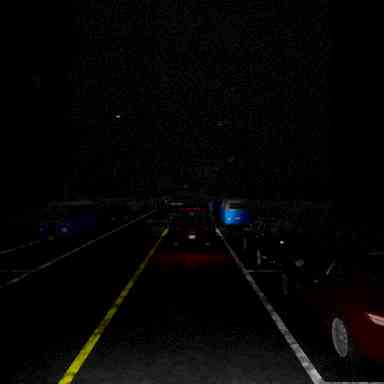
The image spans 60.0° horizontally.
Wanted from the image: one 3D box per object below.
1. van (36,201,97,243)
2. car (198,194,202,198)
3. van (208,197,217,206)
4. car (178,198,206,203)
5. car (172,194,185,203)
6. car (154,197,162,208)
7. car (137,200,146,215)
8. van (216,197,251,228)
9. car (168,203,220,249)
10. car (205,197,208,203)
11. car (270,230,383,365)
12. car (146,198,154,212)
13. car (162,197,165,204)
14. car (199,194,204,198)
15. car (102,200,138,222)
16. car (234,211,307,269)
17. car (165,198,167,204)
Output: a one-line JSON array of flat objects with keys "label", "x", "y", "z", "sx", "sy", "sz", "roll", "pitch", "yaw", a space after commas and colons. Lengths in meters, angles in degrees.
[{"label": "van", "x": -5.760, "y": 1.343, "z": 15.663, "sx": 1.690, "sy": 1.788, "sz": 3.998, "roll": 0, "pitch": 0, "yaw": 0}, {"label": "car", "x": 2.764, "y": 1.583, "z": 63.021, "sx": 2.008, "sy": 1.369, "sz": 4.403, "roll": 0, "pitch": 0, "yaw": 0}, {"label": "van", "x": 2.765, "y": 1.351, "z": 32.631, "sx": 1.690, "sy": 1.788, "sz": 3.998, "roll": 0, "pitch": 0, "yaw": 0}, {"label": "car", "x": 0.000, "y": 1.526, "z": 29.650, "sx": 1.837, "sy": 1.490, "sz": 4.892, "roll": 0, "pitch": 0, "yaw": 0}, {"label": "car", "x": -3.000, "y": 1.641, "z": 68.650, "sx": 2.033, "sy": 1.411, "sz": 5.357, "roll": 0, "pitch": 0, "yaw": 0}, {"label": "car", "x": -5.761, "y": 1.569, "z": 46.691, "sx": 2.008, "sy": 1.369, "sz": 4.403, "roll": 0, "pitch": 0, "yaw": 0}, {"label": "car", "x": -5.761, "y": 1.534, "z": 31.360, "sx": 1.752, "sy": 1.417, "sz": 4.829, "roll": 0, "pitch": 0, "yaw": 0}, {"label": "van", "x": 2.765, "y": 1.346, "z": 21.804, "sx": 1.690, "sy": 1.788, "sz": 3.998, "roll": 0, "pitch": 0, "yaw": 0}, {"label": "car", "x": 0.000, "y": 1.488, "z": 14.650, "sx": 1.882, "sy": 1.535, "sz": 5.008, "roll": 0, "pitch": 0, "yaw": 0}, {"label": "car", "x": 2.764, "y": 1.538, "z": 38.214, "sx": 1.752, "sy": 1.417, "sz": 4.829, "roll": 0, "pitch": 0, "yaw": 0}, {"label": "car", "x": 2.764, "y": 1.582, "z": 5.565, "sx": 1.802, "sy": 1.307, "sz": 4.206, "roll": 0, "pitch": 0, "yaw": 0}, {"label": "car", "x": -5.761, "y": 1.563, "z": 36.819, "sx": 2.008, "sy": 1.369, "sz": 4.403, "roll": 0, "pitch": 0, "yaw": 0}, {"label": "car", "x": -5.761, "y": 1.568, "z": 52.135, "sx": 1.887, "sy": 1.381, "sz": 4.507, "roll": 0, "pitch": 0, "yaw": 0}, {"label": "car", "x": 2.764, "y": 1.578, "z": 58.029, "sx": 2.008, "sy": 1.369, "sz": 4.403, "roll": 0, "pitch": 0, "yaw": 0}, {"label": "car", "x": -5.761, "y": 1.572, "z": 26.240, "sx": 1.947, "sy": 1.339, "sz": 4.313, "roll": 0, "pitch": 0, "yaw": 0}, {"label": "car", "x": 2.764, "y": 1.552, "z": 10.978, "sx": 2.008, "sy": 1.369, "sz": 4.403, "roll": 0, "pitch": 0, "yaw": 0}, {"label": "car", "x": -5.761, "y": 1.583, "z": 63.024, "sx": 2.008, "sy": 1.369, "sz": 4.403, "roll": 0, "pitch": 0, "yaw": 0}]
